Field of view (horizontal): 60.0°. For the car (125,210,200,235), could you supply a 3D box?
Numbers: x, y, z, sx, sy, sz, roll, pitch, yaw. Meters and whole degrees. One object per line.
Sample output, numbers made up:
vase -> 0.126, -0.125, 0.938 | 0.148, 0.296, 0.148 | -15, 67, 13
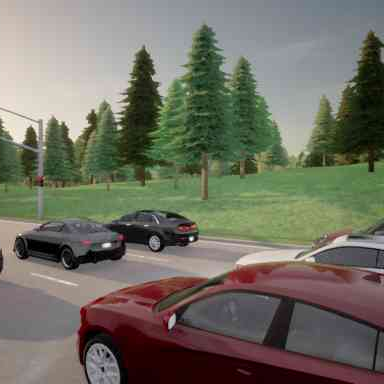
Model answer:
car -> -1.984, 1.505, 13.890 | 4.892, 1.490, 1.837 | 0, 0, 36

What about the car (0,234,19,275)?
car -> -6.628, 1.526, 8.615 | 4.674, 1.442, 1.812 | 0, 0, 36

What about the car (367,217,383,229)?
car -> 5.491, 1.352, 8.671 | 4.553, 1.767, 2.097 | 0, 0, 36

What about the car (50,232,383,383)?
car -> 0.888, 1.478, 3.357 | 5.008, 1.535, 1.882 | 0, 0, 36

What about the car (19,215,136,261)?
car -> -4.163, 1.564, 11.143 | 4.181, 1.385, 1.994 | 0, 0, 36

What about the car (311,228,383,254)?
car -> 3.013, 1.526, 6.138 | 4.674, 1.442, 1.812 | 0, 0, 35
